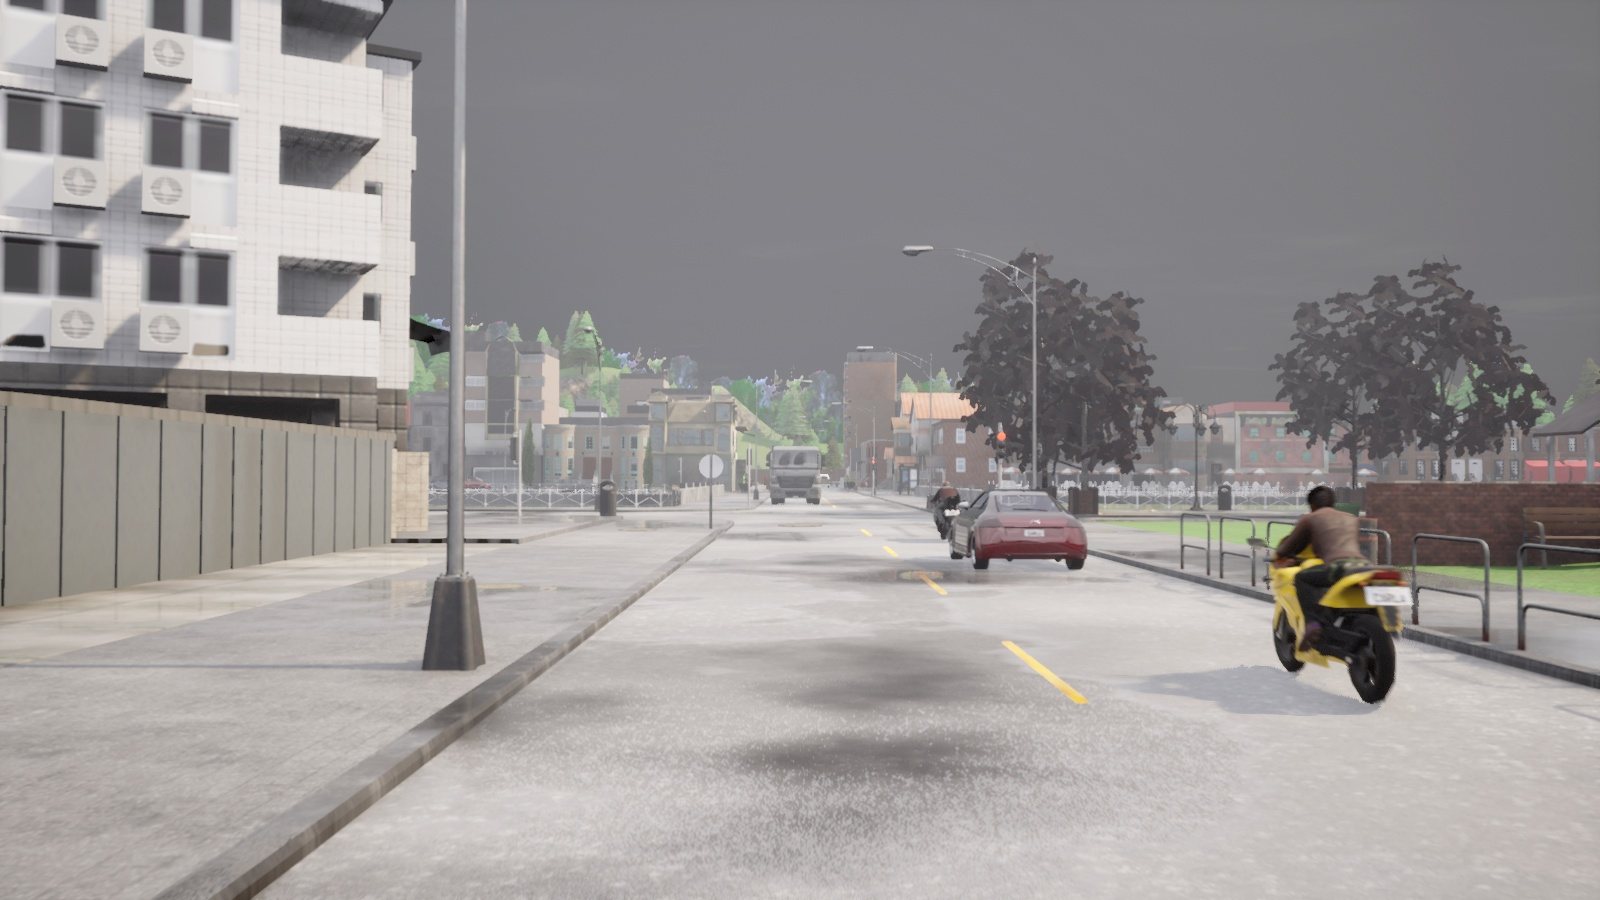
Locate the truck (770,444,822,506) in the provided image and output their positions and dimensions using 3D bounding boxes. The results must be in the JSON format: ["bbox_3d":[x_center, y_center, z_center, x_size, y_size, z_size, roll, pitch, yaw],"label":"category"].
[{"bbox_3d":[-0.231,1.475,74.467,2.891,3.462,7.936,0,-1,0],"label":"truck"}]

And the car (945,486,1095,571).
[{"bbox_3d":[3.929,1.378,23.107,1.994,1.385,4.181,0,-1,0],"label":"car"}]

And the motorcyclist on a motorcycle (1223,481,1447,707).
[{"bbox_3d":[3.968,0.999,9.530,0.797,1.523,2.044,0,-1,0],"label":"motorcyclist on a motorcycle"}]

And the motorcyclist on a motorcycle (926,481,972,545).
[{"bbox_3d":[3.672,1.528,31.207,0.866,1.530,2.191,0,-1,0],"label":"motorcyclist on a motorcycle"}]
